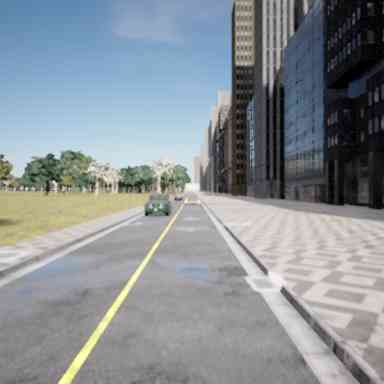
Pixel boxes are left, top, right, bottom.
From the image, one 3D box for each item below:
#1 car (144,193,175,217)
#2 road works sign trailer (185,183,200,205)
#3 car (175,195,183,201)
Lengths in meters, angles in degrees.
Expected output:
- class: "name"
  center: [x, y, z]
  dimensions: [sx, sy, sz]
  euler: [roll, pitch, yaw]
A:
- class: "car"
  center: [-3.051, 1.131, 30.956]
  dimensions: [2.150, 2.045, 5.566]
  euler: [0, 0, 0]
- class: "road works sign trailer"
  center: [0.074, 0.303, 53.984]
  dimensions: [2.380, 3.560, 2.880]
  euler: [0, 0, 0]
- class: "car"
  center: [-2.901, 1.334, 73.099]
  dimensions: [1.895, 1.301, 4.718]
  euler: [0, 0, 0]
